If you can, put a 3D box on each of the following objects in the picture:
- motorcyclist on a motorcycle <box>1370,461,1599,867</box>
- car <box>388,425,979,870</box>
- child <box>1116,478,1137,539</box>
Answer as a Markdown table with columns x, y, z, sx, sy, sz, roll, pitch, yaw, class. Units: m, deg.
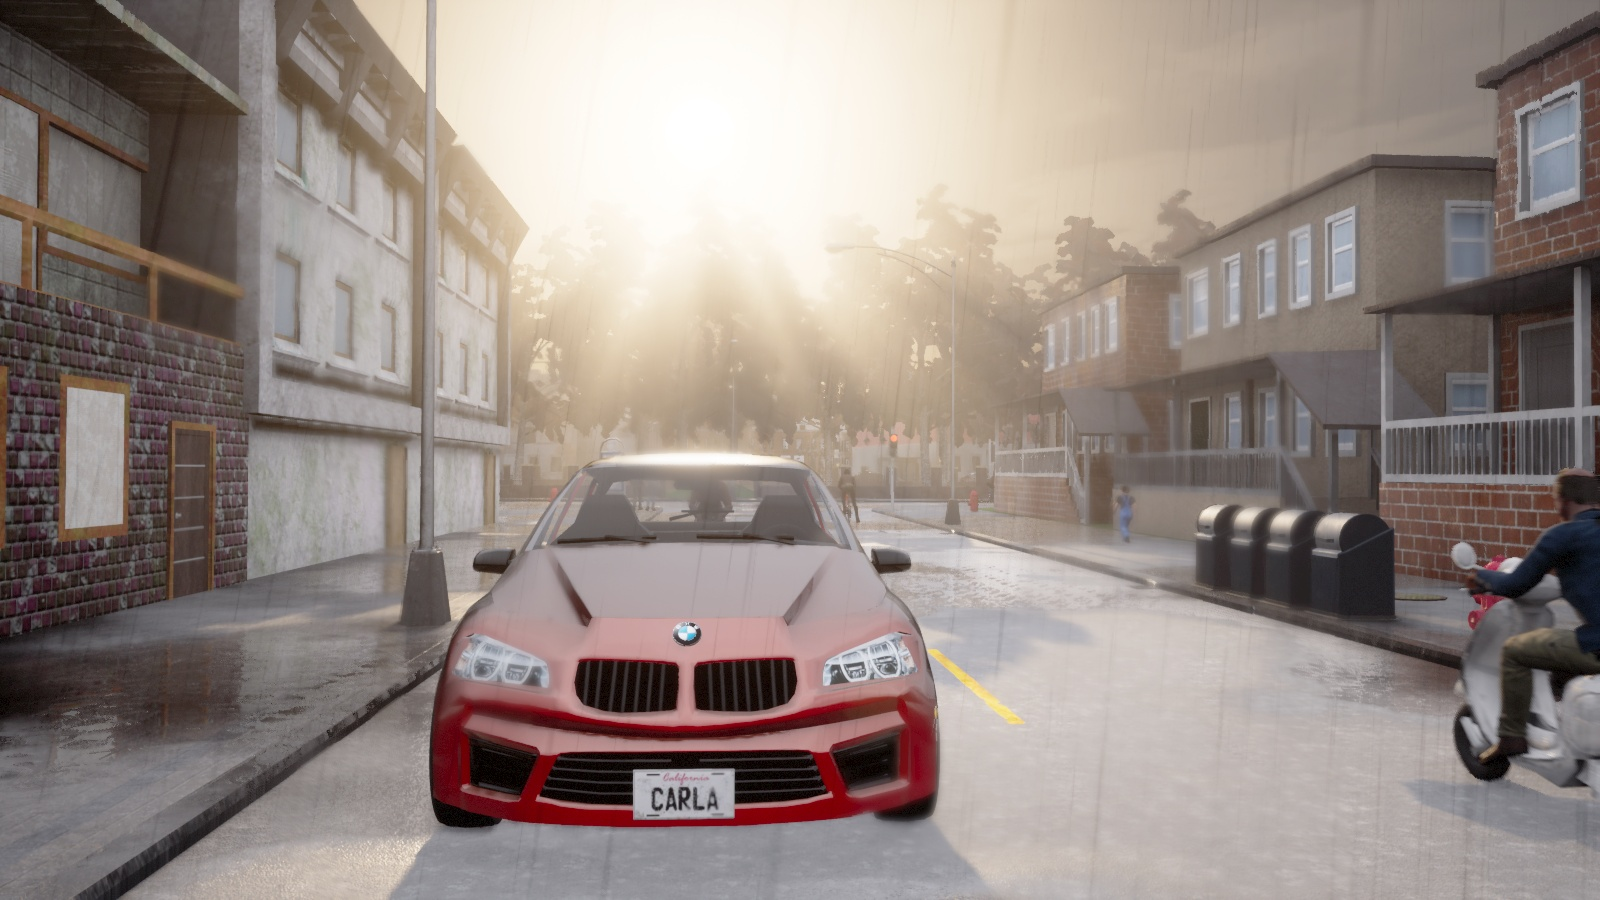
| x | y | z | sx | sy | sz | roll | pitch | yaw | class |
| --- | --- | --- | --- | --- | --- | --- | --- | --- | --- |
| 3.514 | 0.851 | 5.761 | 0.866 | 1.590 | 1.817 | 0 | -1 | -4 | motorcyclist on a motorcycle |
| -0.578 | 0.780 | 7.099 | 2.242 | 1.667 | 4.611 | 0 | -1 | -4 | car |
| 6.833 | 1.217 | 26.285 | 0.270 | 1.263 | 0.437 | 0 | -1 | -4 | child |
